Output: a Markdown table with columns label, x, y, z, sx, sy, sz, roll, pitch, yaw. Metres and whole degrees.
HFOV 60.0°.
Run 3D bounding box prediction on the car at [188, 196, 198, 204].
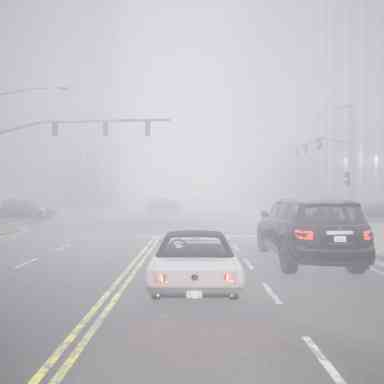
| label | x | y | z | sx | sy | sz | roll | pitch | yaw |
| --- | --- | --- | --- | --- | --- | --- | --- | --- | --- |
| car | 0.169 | 1.491 | 62.149 | 2.128 | 1.511 | 4.902 | 0 | 0 | 0 |

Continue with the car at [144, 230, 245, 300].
| label | x | y | z | sx | sy | sz | roll | pitch | yaw |
| --- | --- | --- | --- | --- | --- | --- | --- | --- | --- |
| car | 0.072 | 1.601 | 8.346 | 1.895 | 1.301 | 4.718 | 0 | 0 | 1 |

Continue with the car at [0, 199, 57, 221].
| label | x | y | z | sx | sy | sz | roll | pitch | yaw |
| --- | --- | --- | --- | --- | --- | --- | --- | --- | --- |
| car | -13.228 | 1.351 | 26.766 | 4.553 | 1.767 | 2.097 | 0 | 0 | 11 |

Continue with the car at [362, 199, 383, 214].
| label | x | y | z | sx | sy | sz | roll | pitch | yaw |
| --- | --- | --- | --- | --- | --- | --- | --- | --- | --- |
| car | 20.895 | 1.491 | 35.011 | 4.902 | 1.511 | 2.128 | 0 | 0 | -1 |

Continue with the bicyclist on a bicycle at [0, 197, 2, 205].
| label | x | y | z | sx | sy | sz | roll | pitch | yaw |
| --- | --- | --- | --- | --- | --- | --- | --- | --- | --- |
| bicyclist on a bicycle | -26.356 | 1.301 | 45.380 | 0.582 | 1.620 | 1.656 | 0 | 0 | 0 |

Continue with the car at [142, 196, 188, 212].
| label | x | y | z | sx | sy | sz | roll | pitch | yaw |
| --- | --- | --- | --- | --- | --- | --- | --- | --- | --- |
| car | -3.071 | 1.491 | 38.072 | 2.128 | 1.511 | 4.902 | 0 | 0 | 34 |

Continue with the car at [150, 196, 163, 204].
| label | x | y | z | sx | sy | sz | roll | pitch | yaw |
| --- | --- | --- | --- | --- | --- | --- | --- | --- | --- |
| car | -6.936 | 1.547 | 65.737 | 2.033 | 1.411 | 5.357 | 0 | 0 | 1 |

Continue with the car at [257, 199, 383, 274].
| label | x | y | z | sx | sy | sz | roll | pitch | yaw |
| --- | --- | --- | --- | --- | --- | --- | --- | --- | --- |
| car | 3.589 | 1.222 | 10.699 | 2.150 | 2.045 | 5.566 | 0 | 0 | 0 |
